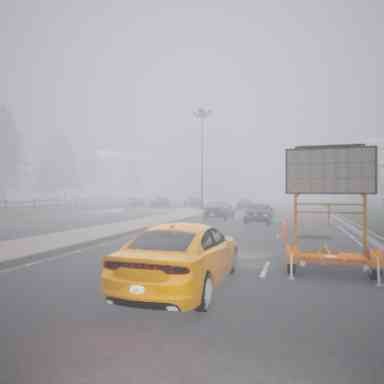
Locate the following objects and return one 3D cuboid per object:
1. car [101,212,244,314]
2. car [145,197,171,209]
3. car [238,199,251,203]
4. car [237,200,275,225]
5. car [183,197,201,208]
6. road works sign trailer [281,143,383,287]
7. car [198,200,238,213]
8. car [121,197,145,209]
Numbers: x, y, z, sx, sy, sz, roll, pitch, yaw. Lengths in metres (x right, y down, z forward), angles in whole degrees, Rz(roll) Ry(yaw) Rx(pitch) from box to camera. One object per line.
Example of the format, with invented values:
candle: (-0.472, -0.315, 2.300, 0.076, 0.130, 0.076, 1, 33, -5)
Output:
car: (-0.169, 1.474, 7.842, 1.882, 1.535, 5.008, 0, 0, 17)
car: (-4.310, 1.481, 45.659, 1.837, 1.490, 4.892, 0, 0, 17)
car: (6.654, 1.528, 41.501, 2.033, 1.411, 5.357, 0, 0, 16)
car: (4.900, 1.536, 23.988, 2.033, 1.411, 5.357, 0, 0, 18)
car: (0.103, 1.467, 48.219, 2.128, 1.511, 4.902, 0, 0, 16)
road works sign trailer: (3.925, 0.460, 9.543, 2.380, 3.560, 2.880, 0, 0, 17)
car: (2.229, 1.512, 27.166, 1.812, 1.442, 4.674, 0, 0, 18)
car: (-8.008, 1.467, 45.514, 2.128, 1.511, 4.902, 0, 0, 17)
